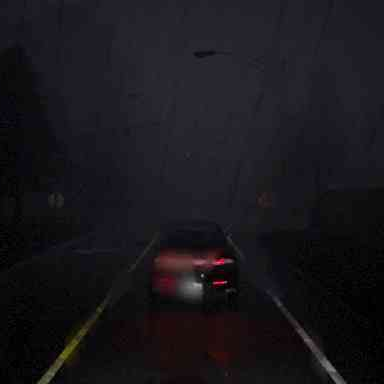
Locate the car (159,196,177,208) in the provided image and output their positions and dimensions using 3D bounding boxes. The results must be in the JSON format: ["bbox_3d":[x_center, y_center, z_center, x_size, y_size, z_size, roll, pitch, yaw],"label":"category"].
[{"bbox_3d":[-3.584,1.507,47.364,2.033,1.411,5.357,0,0,0],"label":"car"}]

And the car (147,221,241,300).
[{"bbox_3d":[0.055,1.484,8.361,2.128,1.511,4.902,0,0,0],"label":"car"}]

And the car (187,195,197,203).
[{"bbox_3d":[0.011,1.433,69.592,2.128,1.511,4.902,0,0,0],"label":"car"}]
